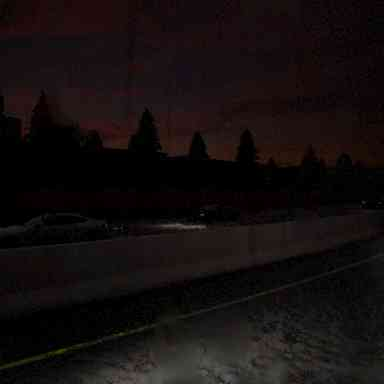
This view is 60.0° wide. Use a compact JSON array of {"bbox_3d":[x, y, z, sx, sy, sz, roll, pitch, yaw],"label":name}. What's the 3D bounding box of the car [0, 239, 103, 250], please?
[{"bbox_3d":[-5.593,1.526,13.125,4.674,1.442,1.812,0,0,-38],"label":"car"}]
